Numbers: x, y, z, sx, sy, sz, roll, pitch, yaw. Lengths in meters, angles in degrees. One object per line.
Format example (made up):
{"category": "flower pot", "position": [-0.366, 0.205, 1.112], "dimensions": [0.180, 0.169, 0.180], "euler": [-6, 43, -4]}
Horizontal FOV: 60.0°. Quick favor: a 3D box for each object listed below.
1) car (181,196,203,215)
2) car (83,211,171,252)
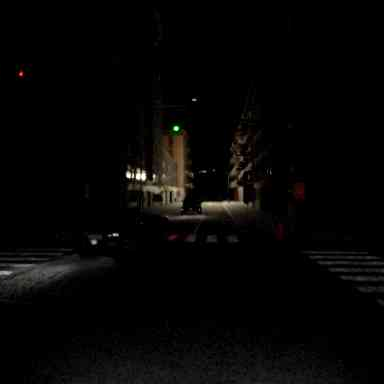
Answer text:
{"category": "car", "position": [0.046, 1.470, 38.171], "dimensions": [2.150, 2.045, 5.566], "euler": [0, 0, 4]}
{"category": "car", "position": [-2.640, 1.599, 14.568], "dimensions": [2.128, 1.511, 4.902], "euler": [0, 0, 24]}
